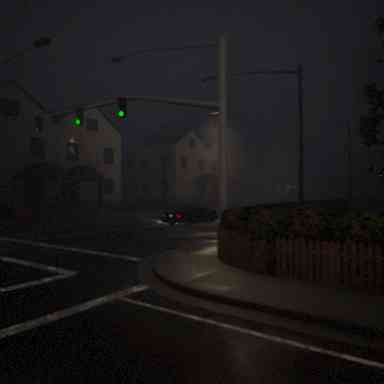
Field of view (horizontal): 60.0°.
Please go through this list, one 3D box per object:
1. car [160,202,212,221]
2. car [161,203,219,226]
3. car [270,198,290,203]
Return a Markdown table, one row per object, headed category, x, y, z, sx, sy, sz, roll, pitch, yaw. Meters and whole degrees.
| category | x | y | z | sx | sy | sz | roll | pitch | yaw |
| --- | --- | --- | --- | --- | --- | --- | --- | --- | --- |
| car | -0.412 | 1.682 | 30.319 | 2.033 | 1.411 | 5.357 | -1 | 0 | 35 |
| car | 0.003 | 1.655 | 24.613 | 2.033 | 1.411 | 5.357 | -1 | 0 | 35 |
| car | 13.146 | 1.645 | 49.690 | 1.837 | 1.490 | 4.892 | -1 | -1 | 35 |
